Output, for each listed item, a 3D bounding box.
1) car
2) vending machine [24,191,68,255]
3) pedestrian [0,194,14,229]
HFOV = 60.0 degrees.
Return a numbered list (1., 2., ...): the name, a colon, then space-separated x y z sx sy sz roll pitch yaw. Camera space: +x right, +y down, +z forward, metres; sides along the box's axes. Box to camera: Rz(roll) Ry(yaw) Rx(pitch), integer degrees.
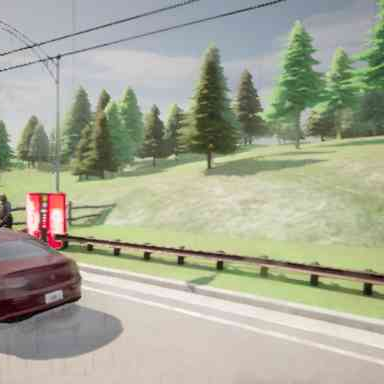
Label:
1. car: -4.103 1.419 6.319 4.674 1.442 1.812 1 1 31
2. vending machine: -5.105 1.016 11.674 0.880 2.100 1.100 1 1 29
3. pedestrian: -6.558 0.953 11.658 0.375 1.860 0.375 1 1 28
